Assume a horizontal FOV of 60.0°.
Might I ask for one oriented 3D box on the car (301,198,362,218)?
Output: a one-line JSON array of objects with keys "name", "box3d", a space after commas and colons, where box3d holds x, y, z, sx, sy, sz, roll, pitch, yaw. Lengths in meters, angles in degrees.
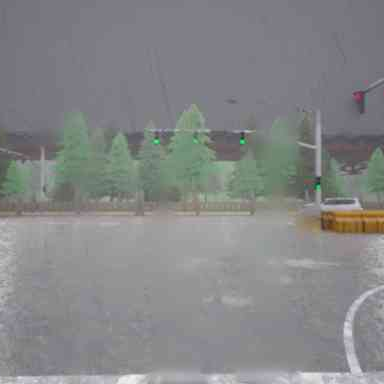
[{"name": "car", "box3d": [13.526, 1.594, 32.247, 5.566, 2.045, 2.150, 0, -1, -2]}]
